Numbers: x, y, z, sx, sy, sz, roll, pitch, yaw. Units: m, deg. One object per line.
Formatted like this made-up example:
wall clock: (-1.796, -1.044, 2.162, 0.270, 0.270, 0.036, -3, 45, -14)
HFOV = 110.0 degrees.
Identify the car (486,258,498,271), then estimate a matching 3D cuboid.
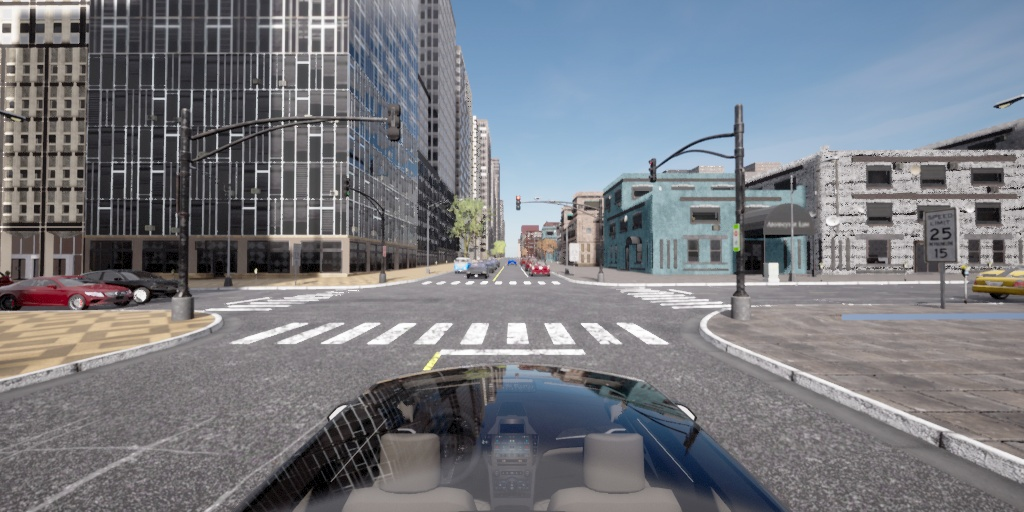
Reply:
car: (-3.083, 1.312, 42.337, 1.994, 1.385, 4.181, 0, 0, 0)

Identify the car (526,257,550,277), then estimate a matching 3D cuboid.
car: (2.704, 1.189, 35.843, 1.967, 1.591, 4.097, 0, 0, 0)

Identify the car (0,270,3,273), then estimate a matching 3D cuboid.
car: (-23.097, 1.323, 14.068, 4.097, 1.591, 1.967, 0, 0, 1)

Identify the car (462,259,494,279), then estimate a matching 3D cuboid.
car: (-3.072, 1.297, 33.034, 2.033, 1.411, 5.357, 0, 0, -1)

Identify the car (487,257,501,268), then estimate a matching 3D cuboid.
car: (-3.076, 1.294, 52.181, 2.033, 1.411, 5.357, 0, 0, 0)

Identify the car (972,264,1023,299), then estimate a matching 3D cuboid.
car: (20.694, 0.993, 13.631, 4.829, 1.417, 1.751, 0, 0, 1)

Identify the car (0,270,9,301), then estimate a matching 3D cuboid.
car: (-27.384, 1.462, 16.717, 4.902, 1.511, 2.128, -1, -1, 1)

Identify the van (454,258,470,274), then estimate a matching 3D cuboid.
van: (-5.674, 1.089, 41.481, 1.690, 1.789, 3.998, 0, 0, 0)

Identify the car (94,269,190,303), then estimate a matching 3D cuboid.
car: (-17.887, 1.356, 16.623, 5.008, 1.535, 1.882, -1, -1, 0)

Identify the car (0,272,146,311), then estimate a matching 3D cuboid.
car: (-17.414, 1.410, 14.011, 4.207, 1.307, 1.802, 0, 0, 1)

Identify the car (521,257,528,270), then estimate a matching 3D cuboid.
car: (2.709, 1.062, 47.191, 2.192, 1.841, 5.009, 0, 0, 0)
